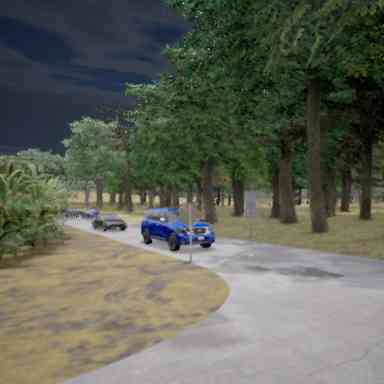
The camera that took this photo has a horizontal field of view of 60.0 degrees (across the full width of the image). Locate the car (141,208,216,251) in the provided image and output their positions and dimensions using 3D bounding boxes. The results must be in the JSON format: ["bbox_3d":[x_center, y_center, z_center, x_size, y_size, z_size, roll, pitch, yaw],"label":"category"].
[{"bbox_3d":[-0.957,1.934,18.255,2.150,2.045,5.566,0,-2,-30],"label":"car"}]

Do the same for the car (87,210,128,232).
[{"bbox_3d":[-7.237,2.595,28.860,2.033,1.411,5.357,0,-2,-31],"label":"car"}]

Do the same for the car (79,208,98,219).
[{"bbox_3d":[-13.698,2.978,45.459,1.812,1.442,4.674,0,-1,-30],"label":"car"}]

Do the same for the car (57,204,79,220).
[{"bbox_3d":[-17.426,2.721,46.227,2.150,2.045,5.566,0,-2,-30],"label":"car"}]

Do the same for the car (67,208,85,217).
[{"bbox_3d":[-18.988,3.266,54.308,1.895,1.301,4.718,0,-1,-31],"label":"car"}]
